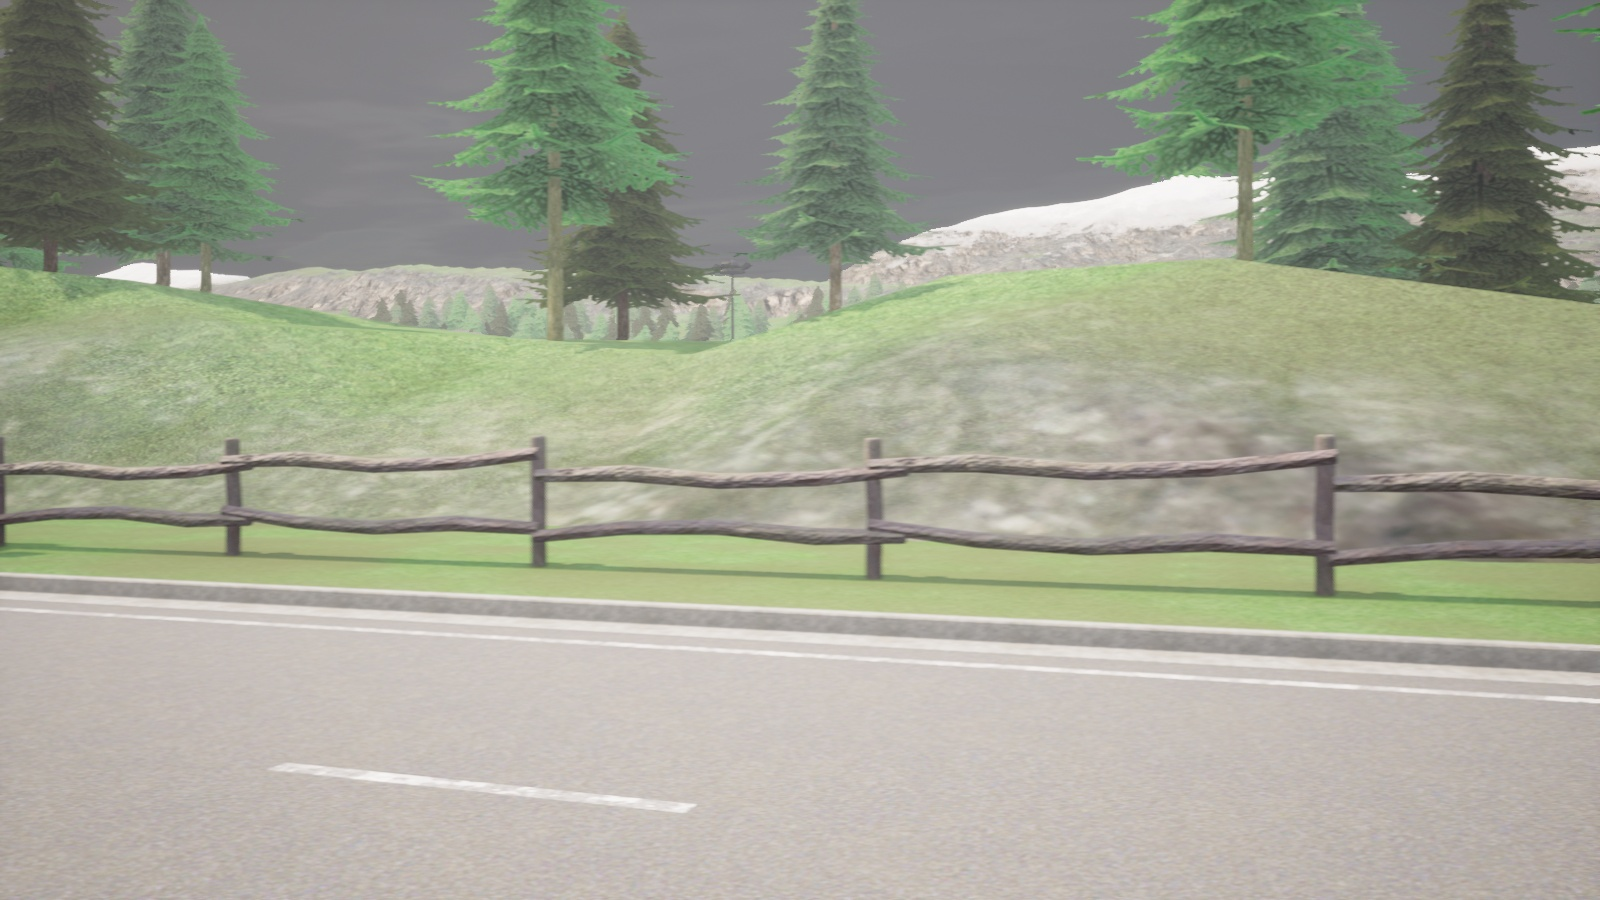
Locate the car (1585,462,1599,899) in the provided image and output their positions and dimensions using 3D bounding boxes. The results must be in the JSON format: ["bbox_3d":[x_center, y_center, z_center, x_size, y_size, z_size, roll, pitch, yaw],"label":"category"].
[{"bbox_3d":[4.170,0.817,1.790,4.792,1.488,2.163,1,1,19],"label":"car"}]
